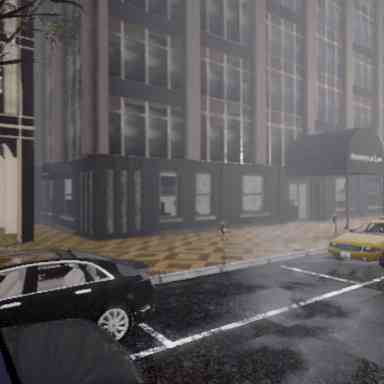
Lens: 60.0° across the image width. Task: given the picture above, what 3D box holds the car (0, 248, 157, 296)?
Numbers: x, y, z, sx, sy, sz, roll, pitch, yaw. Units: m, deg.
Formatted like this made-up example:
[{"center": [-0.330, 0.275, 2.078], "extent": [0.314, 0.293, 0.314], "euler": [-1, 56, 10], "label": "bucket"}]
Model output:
[{"center": [-2.616, 1.555, 4.693], "extent": [4.403, 1.369, 2.008], "euler": [0, 0, -36], "label": "car"}]

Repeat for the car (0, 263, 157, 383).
[{"center": [-2.724, 1.550, 1.422], "extent": [5.357, 1.411, 2.033], "euler": [0, 0, -36], "label": "car"}]

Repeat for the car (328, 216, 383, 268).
[{"center": [6.497, 1.526, 11.249], "extent": [4.829, 1.417, 1.752], "euler": [0, 0, -36], "label": "car"}]
